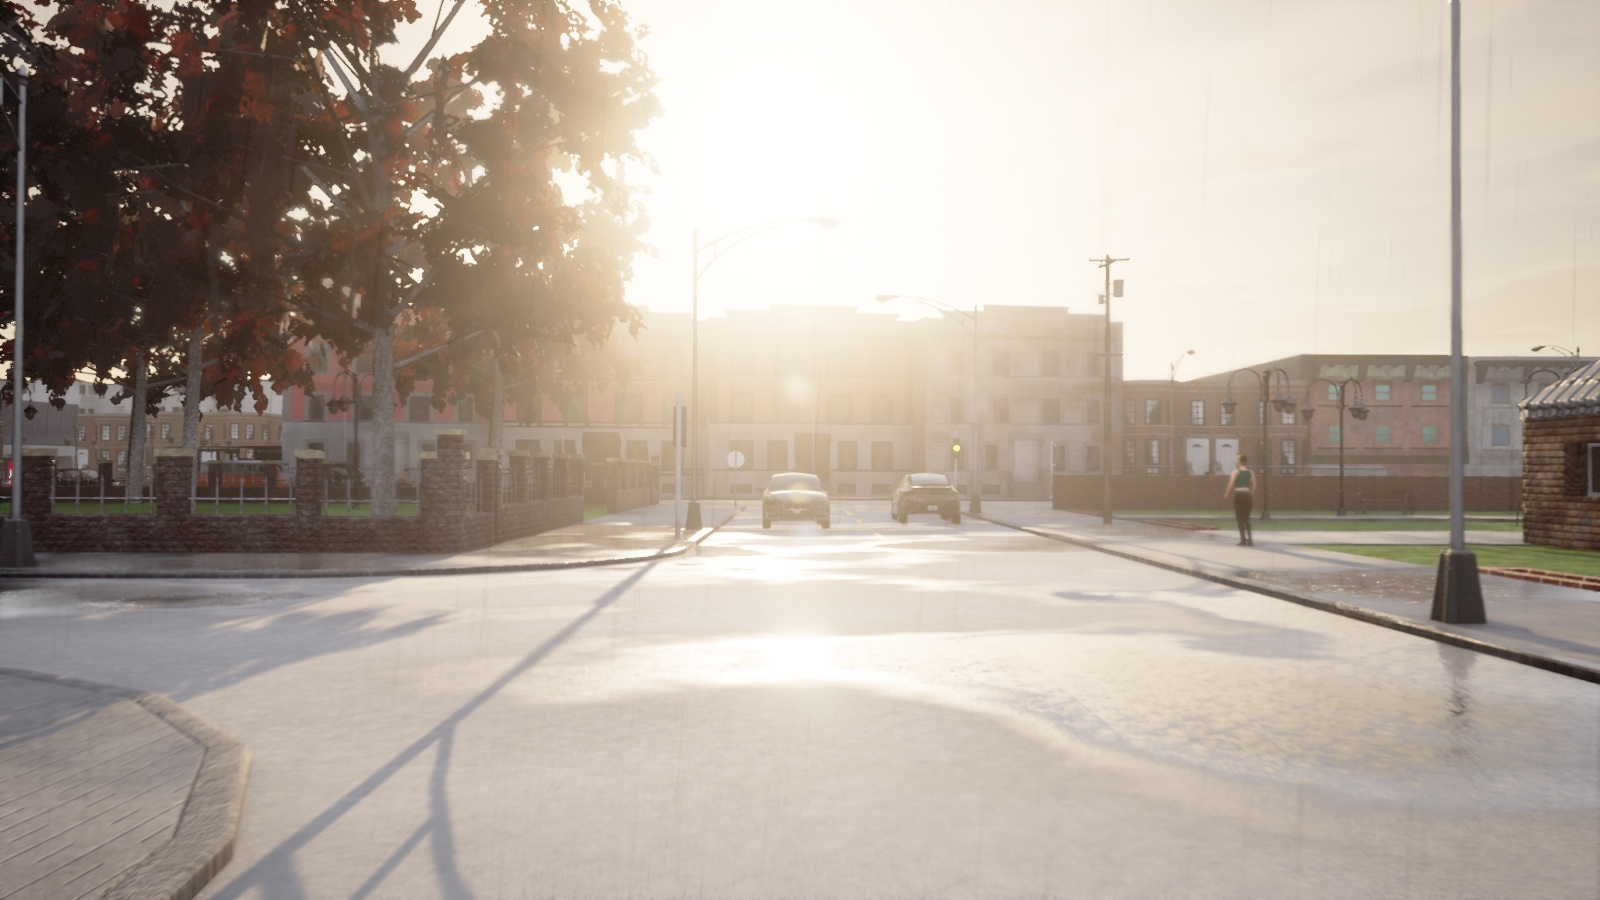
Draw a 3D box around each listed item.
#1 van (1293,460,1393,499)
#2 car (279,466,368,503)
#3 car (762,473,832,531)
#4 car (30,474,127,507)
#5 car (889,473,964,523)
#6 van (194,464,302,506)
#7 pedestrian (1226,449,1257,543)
[{"bbox_3d":[28.182,1.547,65.252,4.442,1.987,1.775,0,-1,0],"label":"van"},{"bbox_3d":[-24.677,1.799,65.111,3.866,1.878,1.905,0,-1,0],"label":"car"},{"bbox_3d":[-0.147,1.415,35.556,1.837,1.490,4.892,0,-1,-2],"label":"car"},{"bbox_3d":[-35.052,1.955,61.081,3.705,1.549,1.789,0,-1,0],"label":"car"},{"bbox_3d":[3.916,1.467,39.640,1.837,1.490,4.892,0,-1,0],"label":"car"},{"bbox_3d":[-26.824,1.697,61.108,4.442,1.987,1.775,0,-1,0],"label":"van"},{"bbox_3d":[8.781,0.906,24.986,0.345,1.836,0.594,0,-1,-5],"label":"pedestrian"}]
